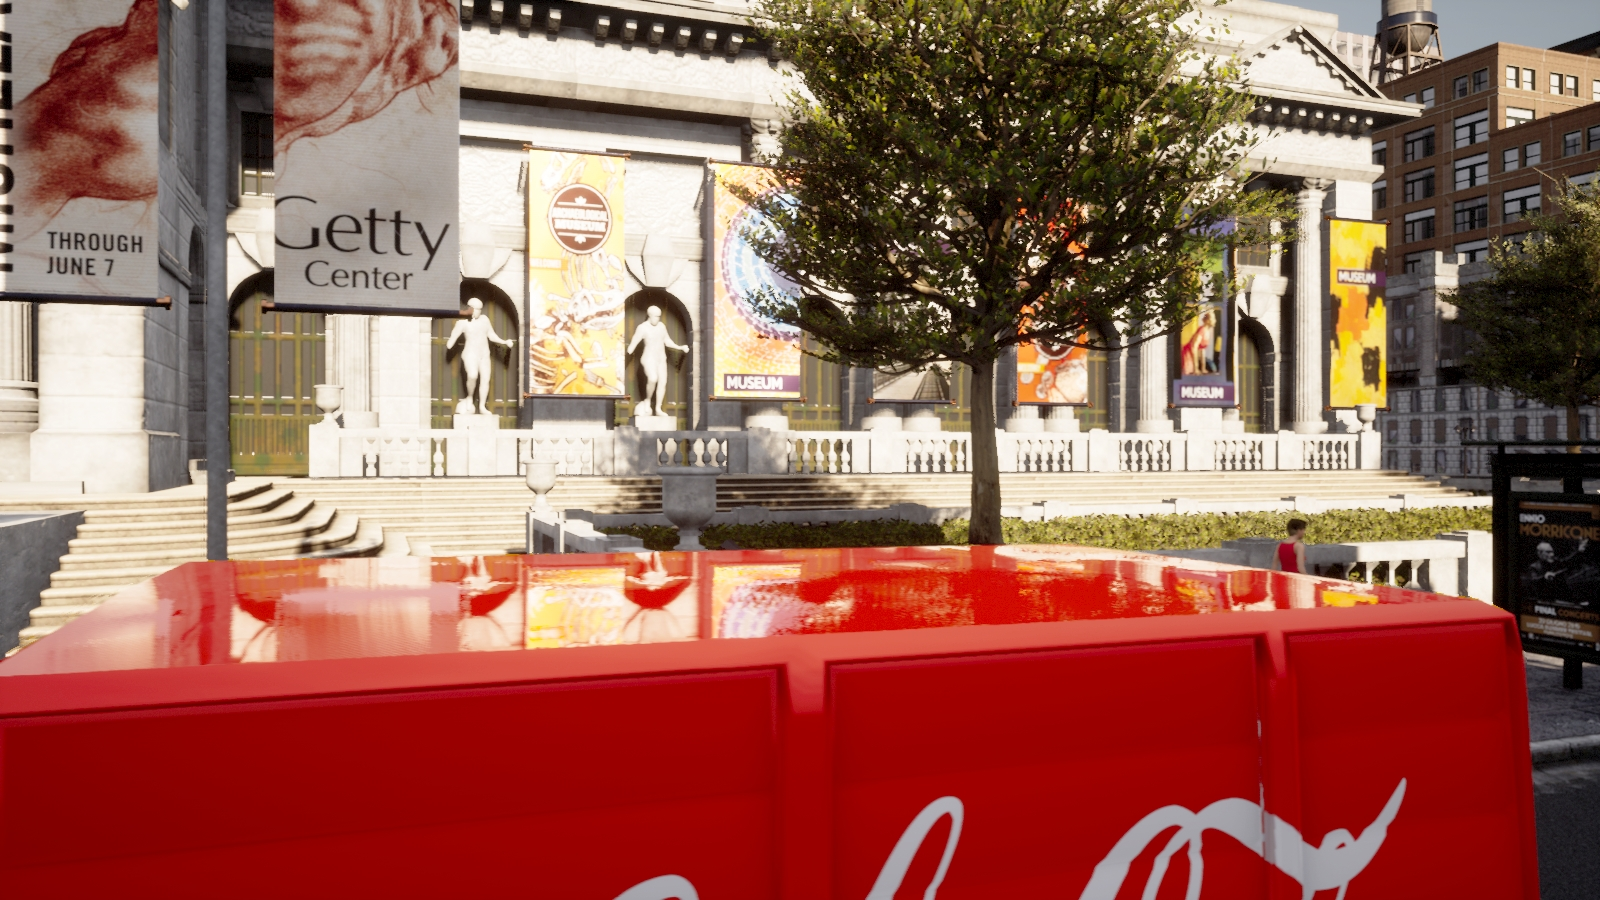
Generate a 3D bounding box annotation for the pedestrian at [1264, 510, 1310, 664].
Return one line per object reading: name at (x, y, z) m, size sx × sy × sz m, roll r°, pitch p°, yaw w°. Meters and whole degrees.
pedestrian at (6.053, 1.693, 14.217) m, size 0.375 × 1.860 × 0.375 m, roll 0°, pitch 0°, yaw -13°

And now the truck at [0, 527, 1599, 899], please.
truck at (-0.955, 1.569, 2.949) m, size 5.204 × 2.467 × 2.627 m, roll 0°, pitch 0°, yaw -20°
